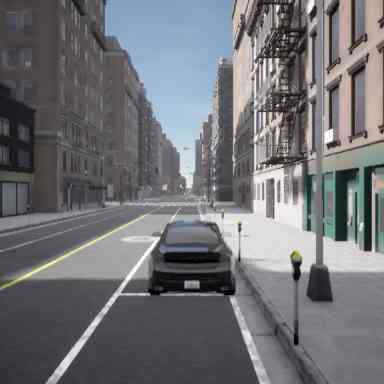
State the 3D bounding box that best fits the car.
[{"bbox_3d":[0.000,1.492,8.650,1.837,1.490,4.892,0,0,0],"label":"car"}]
